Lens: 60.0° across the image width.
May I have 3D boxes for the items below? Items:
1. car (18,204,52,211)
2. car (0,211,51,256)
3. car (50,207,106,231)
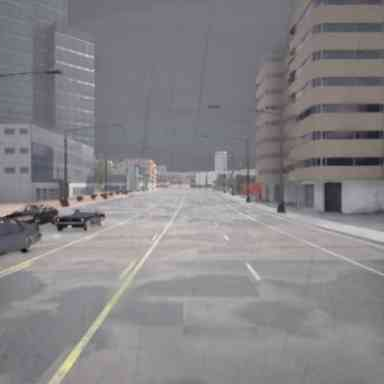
[{"bbox_3d":[-10.578,1.604,22.382,2.128,1.511,4.902,0,0,0],"label":"car"},{"bbox_3d":[-7.098,1.601,11.399,2.033,1.411,5.357,0,0,0],"label":"car"},{"bbox_3d":[-7.080,1.707,21.511,1.895,1.301,4.718,0,0,0],"label":"car"}]
